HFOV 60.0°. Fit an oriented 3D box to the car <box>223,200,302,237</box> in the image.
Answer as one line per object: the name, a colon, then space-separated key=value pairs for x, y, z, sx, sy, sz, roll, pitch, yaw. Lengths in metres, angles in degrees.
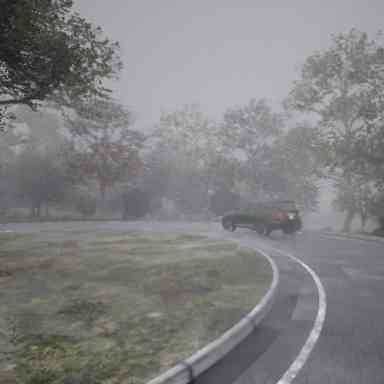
car: x=4.082 y=1.517 z=20.242 sx=2.150 sy=2.045 sz=5.566 roll=0 pitch=-2 yaw=-28
